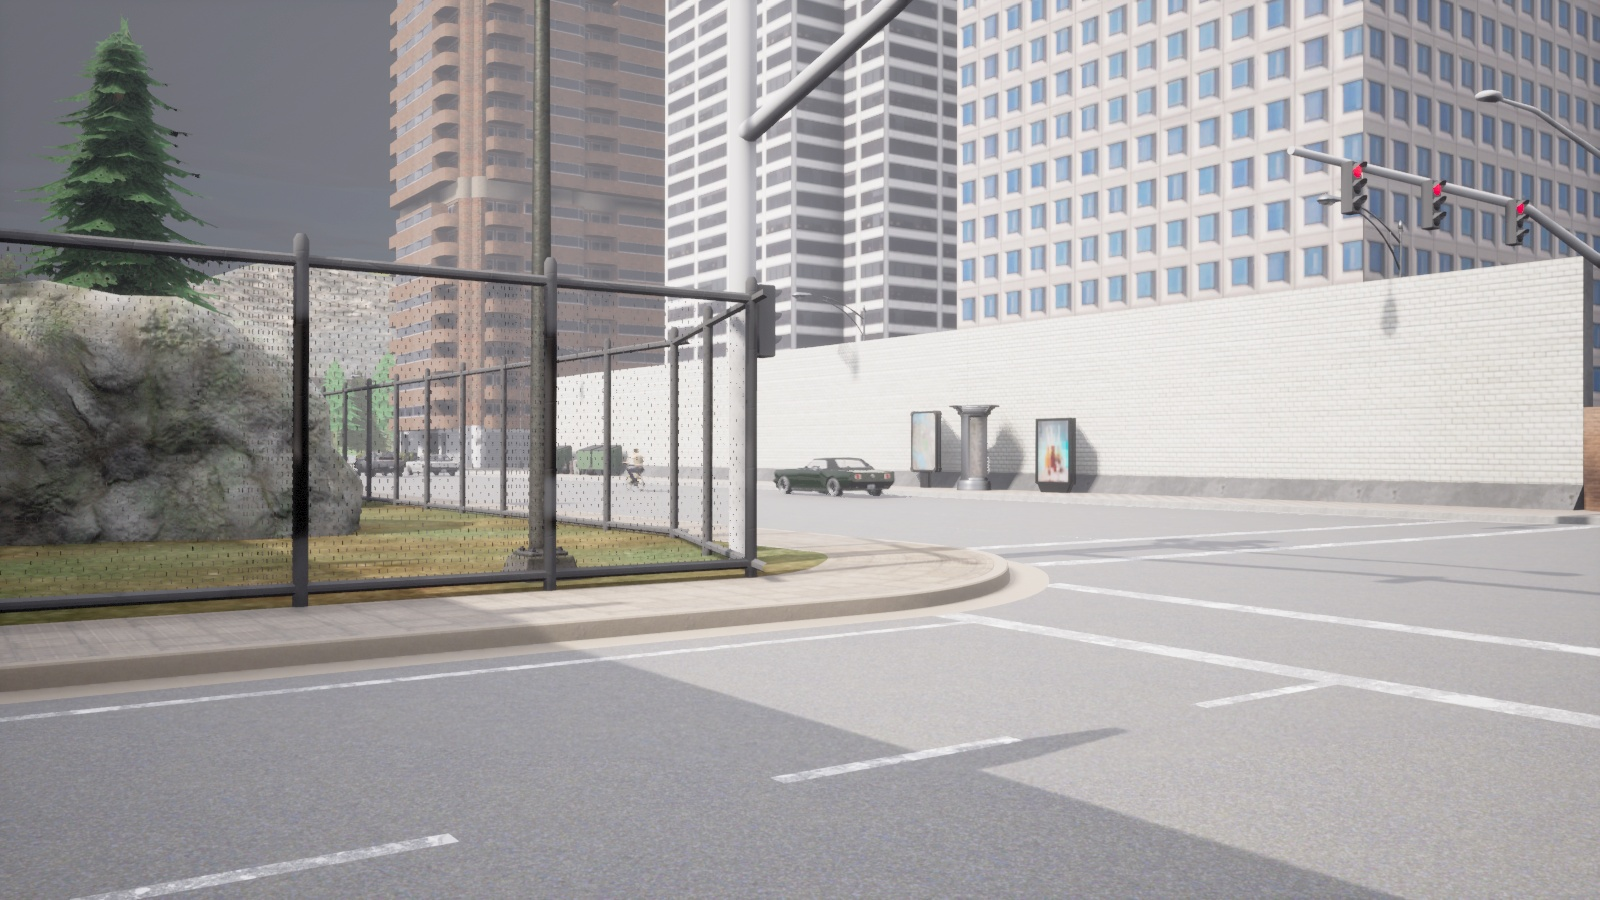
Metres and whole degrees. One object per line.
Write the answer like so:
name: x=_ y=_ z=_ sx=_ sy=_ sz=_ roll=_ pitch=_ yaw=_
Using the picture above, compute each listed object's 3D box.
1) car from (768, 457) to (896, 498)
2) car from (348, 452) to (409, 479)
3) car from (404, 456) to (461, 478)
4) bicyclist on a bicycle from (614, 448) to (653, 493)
car: x=1.015 y=0.891 z=42.295 sx=1.895 sy=1.301 sz=4.718 roll=0 pitch=0 yaw=-35
car: x=-24.661 y=0.877 z=73.331 sx=2.128 sy=1.511 sz=4.902 roll=0 pitch=0 yaw=-35
car: x=-22.310 y=1.023 z=76.087 sx=1.895 sy=1.301 sz=4.718 roll=0 pitch=0 yaw=-35
bicyclist on a bicycle: x=-6.177 y=0.753 z=46.544 sx=0.866 sy=1.612 sz=1.509 roll=0 pitch=0 yaw=-34
